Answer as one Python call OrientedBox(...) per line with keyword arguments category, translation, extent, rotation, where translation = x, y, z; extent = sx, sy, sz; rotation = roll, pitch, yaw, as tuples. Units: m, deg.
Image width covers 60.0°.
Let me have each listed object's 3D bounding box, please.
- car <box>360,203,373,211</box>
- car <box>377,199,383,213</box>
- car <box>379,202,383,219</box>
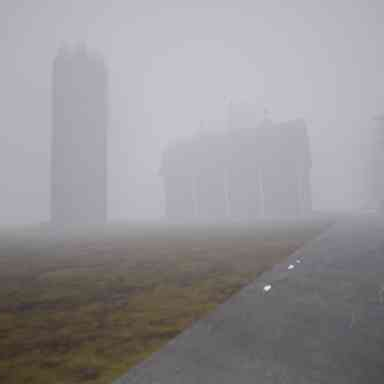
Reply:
OrientedBox(category="car", translation=(32.281, 2.726, 61.407), extent=(1.994, 1.385, 4.181), rotation=(-1, -2, 28))
OrientedBox(category="car", translation=(29.052, 2.062, 49.696), extent=(2.150, 2.045, 5.566), rotation=(-1, -2, 28))
OrientedBox(category="car", translation=(21.471, 2.099, 35.645), extent=(2.033, 1.411, 5.357), rotation=(-1, -1, 29))
